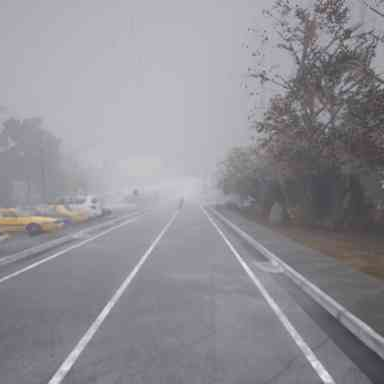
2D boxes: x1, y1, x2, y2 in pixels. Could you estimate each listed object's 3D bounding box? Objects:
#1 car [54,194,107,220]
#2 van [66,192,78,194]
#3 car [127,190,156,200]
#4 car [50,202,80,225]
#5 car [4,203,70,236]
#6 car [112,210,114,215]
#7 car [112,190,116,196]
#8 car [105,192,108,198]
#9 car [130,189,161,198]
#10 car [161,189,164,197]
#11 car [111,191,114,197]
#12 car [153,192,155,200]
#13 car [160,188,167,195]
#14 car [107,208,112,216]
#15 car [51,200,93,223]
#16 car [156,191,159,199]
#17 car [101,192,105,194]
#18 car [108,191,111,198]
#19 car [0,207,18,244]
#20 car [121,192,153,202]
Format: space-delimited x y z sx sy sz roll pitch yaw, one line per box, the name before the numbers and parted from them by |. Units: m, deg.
car | -10.166 1.373 26.843 5.566 2.045 2.435 0 0 0
van | -23.225 0.894 62.184 4.442 1.987 1.878 1 0 0
car | -10.278 0.997 67.778 4.553 1.767 2.185 0 0 0
car | -10.164 1.582 21.289 4.892 1.521 2.231 0 0 0
car | -9.983 1.555 18.512 5.366 1.575 1.946 0 0 0
car | -10.088 1.698 32.393 4.792 1.488 2.163 0 0 0
car | -23.233 0.870 87.295 4.892 1.521 2.231 0 1 0
car | -23.248 1.070 78.798 4.792 1.488 2.163 0 1 0
car | -10.250 0.849 73.350 5.566 2.045 2.435 0 0 0
car | -10.140 0.809 84.498 4.553 1.767 2.185 0 1 0
car | -23.247 0.937 84.378 5.008 1.535 2.097 0 1 0
car | -10.288 1.151 64.992 4.792 1.488 2.163 0 0 0
car | -10.165 0.588 92.857 4.553 1.767 2.185 0 2 0
car | -10.133 1.647 29.617 5.008 1.535 2.097 0 0 0
car | -10.333 1.599 24.066 5.366 1.575 1.946 0 0 0
car | -10.229 1.116 70.558 5.008 1.535 2.097 0 0 0
car | -23.474 1.071 76.143 5.366 1.575 1.946 0 0 0
car | -23.259 0.993 81.589 5.008 1.535 2.097 0 1 0
car | -10.004 1.513 12.839 5.366 1.575 1.946 0 0 0
car | -10.242 1.150 62.208 4.792 1.488 2.163 0 0 0
